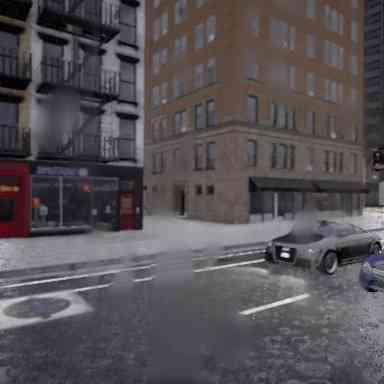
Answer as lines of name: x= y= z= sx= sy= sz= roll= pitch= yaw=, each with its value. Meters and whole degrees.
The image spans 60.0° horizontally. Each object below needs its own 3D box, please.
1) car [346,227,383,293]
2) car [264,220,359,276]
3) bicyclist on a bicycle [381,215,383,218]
car: x=5.888 y=1.597 z=7.894 sx=4.674 sy=1.442 sz=1.812 roll=0 pitch=0 yaw=-35
car: x=4.301 y=1.636 z=10.743 sx=4.181 sy=1.385 sz=1.994 roll=0 pitch=0 yaw=-36
bicyclist on a bicycle: x=10.665 y=1.581 z=17.814 sx=1.509 sy=1.612 sz=0.866 roll=1 pitch=0 yaw=-35
